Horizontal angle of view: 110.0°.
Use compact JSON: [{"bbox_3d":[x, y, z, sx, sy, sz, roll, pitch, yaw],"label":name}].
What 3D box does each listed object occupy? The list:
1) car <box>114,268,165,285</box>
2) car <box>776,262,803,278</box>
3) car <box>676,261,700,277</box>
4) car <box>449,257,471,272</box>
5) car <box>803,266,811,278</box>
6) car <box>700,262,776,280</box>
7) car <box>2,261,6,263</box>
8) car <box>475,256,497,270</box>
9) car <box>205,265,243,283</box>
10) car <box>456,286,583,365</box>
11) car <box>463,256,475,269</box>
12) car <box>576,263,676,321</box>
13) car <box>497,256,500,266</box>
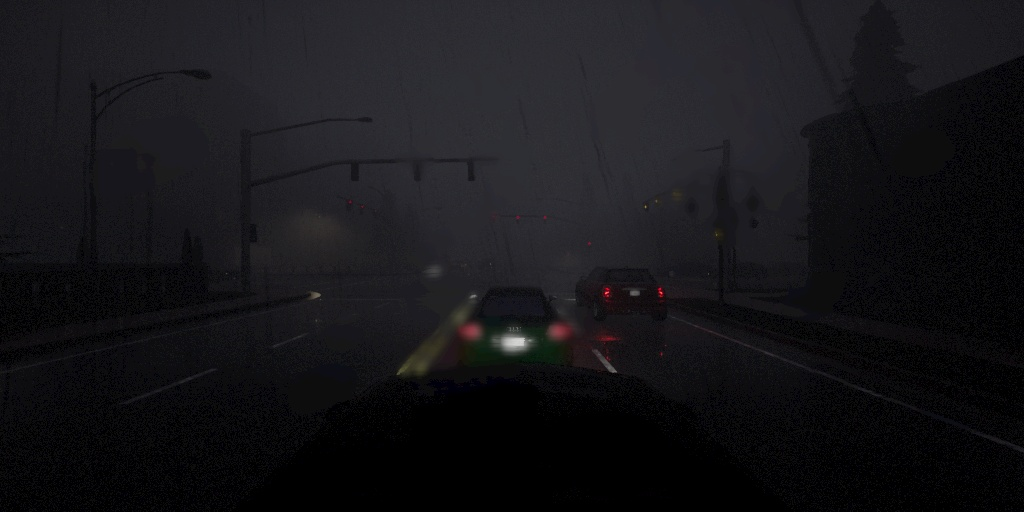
[{"bbox_3d":[-24.187,1.297,23.317,5.357,1.411,2.033,0,0,0],"label":"car"},{"bbox_3d":[25.517,1.276,33.904,4.674,1.442,1.812,0,0,-4],"label":"car"},{"bbox_3d":[16.186,1.228,33.636,5.008,1.535,1.882,0,0,-2],"label":"car"},{"bbox_3d":[-7.110,1.227,47.797,1.882,1.535,5.008,0,0,0],"label":"car"},{"bbox_3d":[28.560,0.969,30.628,5.566,2.045,2.150,0,0,-7],"label":"car"},{"bbox_3d":[18.948,1.255,30.197,4.892,1.490,1.837,0,0,-1],"label":"car"},{"bbox_3d":[-50.612,1.102,33.984,4.553,1.767,2.097,0,0,0],"label":"car"},{"bbox_3d":[-3.605,1.102,50.733,2.097,1.767,4.553,0,0,0],"label":"car"},{"bbox_3d":[-22.922,1.351,26.816,4.718,1.301,1.895,0,0,0],"label":"car"},{"bbox_3d":[0.063,1.314,7.558,1.994,1.385,4.181,0,0,0],"label":"car"},{"bbox_3d":[-7.101,1.241,57.223,2.128,1.511,4.902,0,0,0],"label":"car"},{"bbox_3d":[3.579,1.102,12.570,2.097,1.767,4.553,0,0,0],"label":"car"},{"bbox_3d":[-3.595,1.241,59.777,2.128,1.511,4.902,0,0,0],"label":"car"}]
